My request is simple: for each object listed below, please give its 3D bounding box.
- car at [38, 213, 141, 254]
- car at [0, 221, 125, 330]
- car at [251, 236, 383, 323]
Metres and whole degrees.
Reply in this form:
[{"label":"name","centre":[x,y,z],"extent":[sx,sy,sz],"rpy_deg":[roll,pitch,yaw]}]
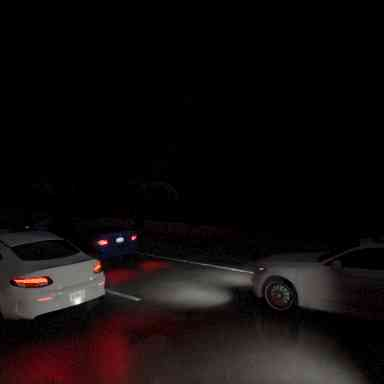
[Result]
[{"label":"car","centre":[-4.168,1.430,11.322],"extent":[5.357,1.411,2.033],"rpy_deg":[1,1,36]},{"label":"car","centre":[-3.696,1.455,6.663],"extent":[4.674,1.442,1.812],"rpy_deg":[1,1,36]},{"label":"car","centre":[3.356,1.525,5.898],"extent":[4.674,1.442,1.812],"rpy_deg":[0,0,36]}]
